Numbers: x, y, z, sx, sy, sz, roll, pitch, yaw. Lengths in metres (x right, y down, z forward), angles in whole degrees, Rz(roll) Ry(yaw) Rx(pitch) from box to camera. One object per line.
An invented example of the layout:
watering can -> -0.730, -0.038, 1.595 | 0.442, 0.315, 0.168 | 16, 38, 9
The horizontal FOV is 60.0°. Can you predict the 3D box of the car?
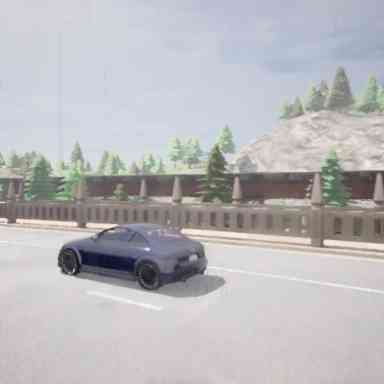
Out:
car -> -1.675, 1.539, 8.958 | 4.181, 1.385, 1.994 | 0, 0, 32
